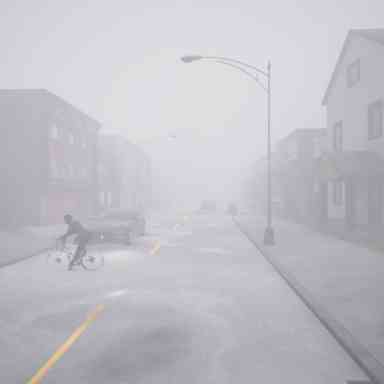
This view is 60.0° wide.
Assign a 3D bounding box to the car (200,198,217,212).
[{"bbox_3d":[1.952,1.491,38.888,2.128,1.511,4.902,0,0,3],"label":"car"}]

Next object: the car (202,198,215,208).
[{"bbox_3d":[2.447,1.601,48.952,1.895,1.301,4.718,0,0,3],"label":"car"}]

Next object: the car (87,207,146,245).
[{"bbox_3d":[-3.392,1.502,15.511,1.837,1.490,4.892,0,1,3],"label":"car"}]

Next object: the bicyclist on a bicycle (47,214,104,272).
[{"bbox_3d":[-3.301,1.454,9.346,1.656,1.620,0.582,-2,0,3],"label":"bicyclist on a bicycle"}]
